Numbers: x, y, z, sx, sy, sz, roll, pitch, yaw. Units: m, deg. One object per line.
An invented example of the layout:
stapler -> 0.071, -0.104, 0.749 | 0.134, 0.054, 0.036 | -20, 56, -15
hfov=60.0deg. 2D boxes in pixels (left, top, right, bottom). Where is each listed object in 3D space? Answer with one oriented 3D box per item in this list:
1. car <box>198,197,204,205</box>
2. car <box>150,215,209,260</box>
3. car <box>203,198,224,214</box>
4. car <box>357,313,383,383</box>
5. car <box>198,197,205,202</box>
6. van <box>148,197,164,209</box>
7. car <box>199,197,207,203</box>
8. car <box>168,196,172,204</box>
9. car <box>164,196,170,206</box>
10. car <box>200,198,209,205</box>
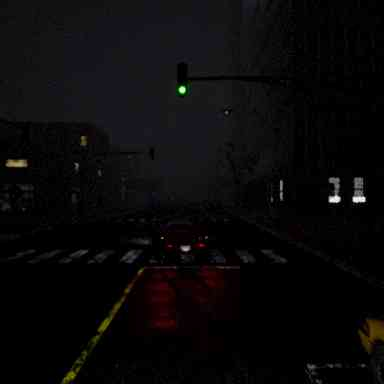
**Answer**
car -> 2.703, 1.967, 67.730 | 1.752, 1.417, 4.829 | 1, 0, 0
car -> -0.559, 1.608, 12.759 | 1.812, 1.442, 4.674 | 0, 0, -9
car -> 2.704, 1.700, 39.887 | 1.967, 1.590, 4.097 | 1, 0, 0
car -> 2.839, 1.540, 2.109 | 1.752, 1.417, 4.829 | 1, 0, 0
car -> 2.703, 2.148, 95.403 | 1.752, 1.417, 4.829 | 1, 0, 0
van -> -5.675, 1.674, 50.971 | 1.690, 1.788, 3.998 | 1, 0, 0
car -> 2.703, 2.094, 84.164 | 1.887, 1.381, 4.507 | 1, 0, 0
car -> -5.678, 2.007, 67.572 | 1.947, 1.339, 4.313 | 1, 0, 0
car -> -5.678, 1.987, 62.038 | 1.802, 1.307, 4.206 | 1, 0, 0
car -> 2.703, 2.003, 73.265 | 1.752, 1.417, 4.829 | 1, 0, 0
